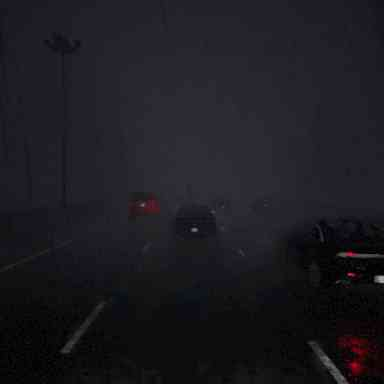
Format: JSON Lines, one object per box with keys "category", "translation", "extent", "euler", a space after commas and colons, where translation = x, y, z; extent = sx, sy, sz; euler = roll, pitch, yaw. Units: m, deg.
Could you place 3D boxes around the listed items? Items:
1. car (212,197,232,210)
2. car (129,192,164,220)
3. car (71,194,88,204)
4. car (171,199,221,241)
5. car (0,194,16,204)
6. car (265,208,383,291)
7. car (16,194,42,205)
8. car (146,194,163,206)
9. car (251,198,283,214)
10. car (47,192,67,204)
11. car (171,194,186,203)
{"category": "car", "translation": [2.973, 1.243, 36.426], "extent": [1.895, 1.301, 4.718], "euler": [0, 1, -5]}
{"category": "car", "translation": [-3.448, 0.972, 25.627], "extent": [2.150, 2.045, 5.566], "euler": [0, 1, -1]}
{"category": "car", "translation": [-16.539, 1.000, 48.937], "extent": [1.882, 1.535, 5.008], "euler": [0, 1, -10]}
{"category": "car", "translation": [0.100, 1.323, 15.679], "extent": [1.882, 1.535, 5.008], "euler": [0, 1, 0]}
{"category": "car", "translation": [-27.224, 1.068, 49.268], "extent": [2.033, 1.411, 5.357], "euler": [0, 1, -10]}
{"category": "car", "translation": [3.598, 1.406, 8.716], "extent": [2.128, 1.511, 4.902], "euler": [0, 1, 0]}
{"category": "car", "translation": [-23.623, 1.070, 49.036], "extent": [2.033, 1.411, 5.357], "euler": [0, 1, -10]}
{"category": "car", "translation": [-5.321, 1.034, 46.856], "extent": [2.128, 1.511, 4.902], "euler": [0, 1, -9]}
{"category": "car", "translation": [6.878, 1.246, 30.666], "extent": [2.033, 1.411, 5.357], "euler": [0, 1, -3]}
{"category": "car", "translation": [-20.335, 0.864, 50.101], "extent": [2.097, 1.767, 4.553], "euler": [0, 1, -11]}
{"category": "car", "translation": [-1.961, 1.053, 48.266], "extent": [1.812, 1.442, 4.674], "euler": [0, 1, -10]}
